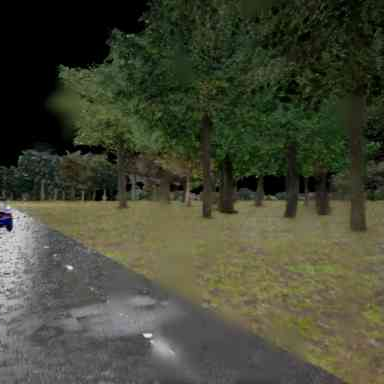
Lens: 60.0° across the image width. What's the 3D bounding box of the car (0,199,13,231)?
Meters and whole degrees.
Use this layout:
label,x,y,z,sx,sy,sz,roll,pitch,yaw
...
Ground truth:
label,x,y,z,sx,sy,sz,roll,pitch,yaw
car,-11.739,1.394,19.572,1.882,1.535,5.008,1,0,-32
